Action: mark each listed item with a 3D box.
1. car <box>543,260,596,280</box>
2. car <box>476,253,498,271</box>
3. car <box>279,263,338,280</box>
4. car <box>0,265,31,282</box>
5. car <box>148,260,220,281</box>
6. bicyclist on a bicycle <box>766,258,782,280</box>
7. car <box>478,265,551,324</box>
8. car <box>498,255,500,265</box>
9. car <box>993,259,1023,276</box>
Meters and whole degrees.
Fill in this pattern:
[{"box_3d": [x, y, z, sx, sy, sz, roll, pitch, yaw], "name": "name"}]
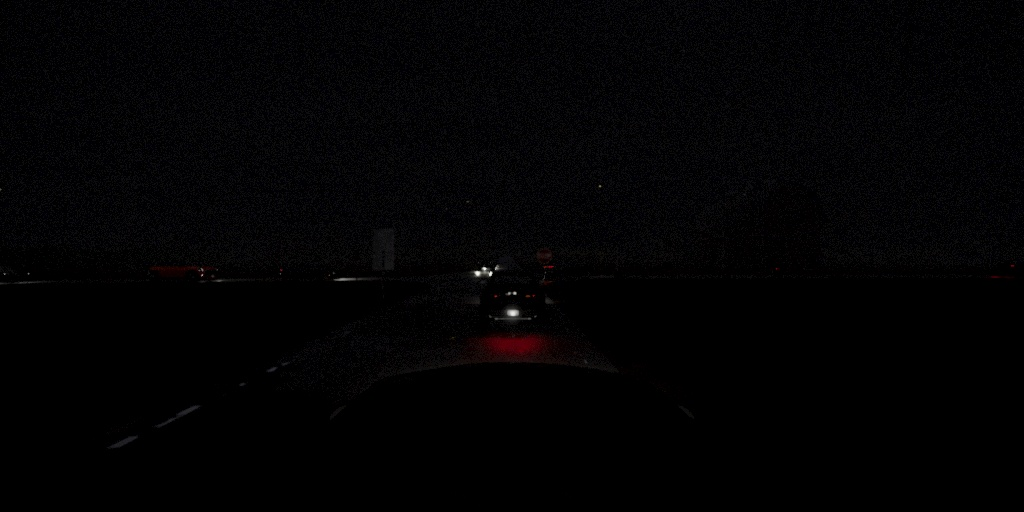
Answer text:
[{"box_3d": [4.614, 1.050, 28.788, 4.902, 1.511, 2.128, 0, -1, -35], "name": "car"}, {"box_3d": [-3.296, 0.772, 45.537, 2.150, 2.045, 5.566, 0, 0, 0], "name": "car"}, {"box_3d": [-16.644, 1.251, 29.467, 4.181, 1.385, 1.994, 0, -1, -1], "name": "car"}, {"box_3d": [-42.253, 1.440, 29.105, 4.674, 1.442, 1.812, 0, -1, -1], "name": "car"}, {"box_3d": [-26.706, 1.120, 29.325, 4.553, 1.767, 2.097, -1, -1, -1], "name": "car"}, {"box_3d": [19.706, 0.969, 26.994, 0.582, 1.620, 1.656, 0, 0, -1], "name": "bicyclist on a bicycle"}, {"box_3d": [0.006, 1.207, 11.685, 1.837, 1.490, 4.892, 0, 0, -1], "name": "car"}, {"box_3d": [-3.359, 1.009, 56.248, 1.837, 1.490, 4.892, 0, 1, 0], "name": "car"}, {"box_3d": [44.096, 1.015, 30.448, 4.902, 1.511, 2.128, 0, -1, 0], "name": "car"}]
